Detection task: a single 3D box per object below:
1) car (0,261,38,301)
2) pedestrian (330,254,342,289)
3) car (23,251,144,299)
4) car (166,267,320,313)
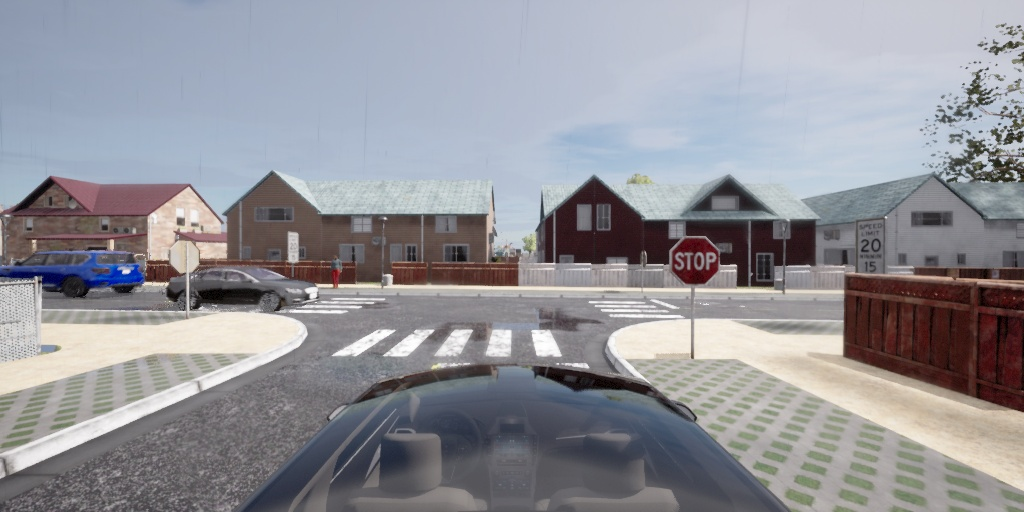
[{"bbox_3d":[-21.576,1.039,13.366,4.902,1.511,2.128,1,0,1],"label":"car"},{"bbox_3d":[-9.329,0.803,18.935,0.375,1.860,0.375,0,0,1],"label":"pedestrian"},{"bbox_3d":[-20.210,0.778,16.325,5.566,2.045,2.150,1,0,1],"label":"car"},{"bbox_3d":[-9.668,1.159,13.081,4.902,1.511,2.128,1,0,1],"label":"car"}]
